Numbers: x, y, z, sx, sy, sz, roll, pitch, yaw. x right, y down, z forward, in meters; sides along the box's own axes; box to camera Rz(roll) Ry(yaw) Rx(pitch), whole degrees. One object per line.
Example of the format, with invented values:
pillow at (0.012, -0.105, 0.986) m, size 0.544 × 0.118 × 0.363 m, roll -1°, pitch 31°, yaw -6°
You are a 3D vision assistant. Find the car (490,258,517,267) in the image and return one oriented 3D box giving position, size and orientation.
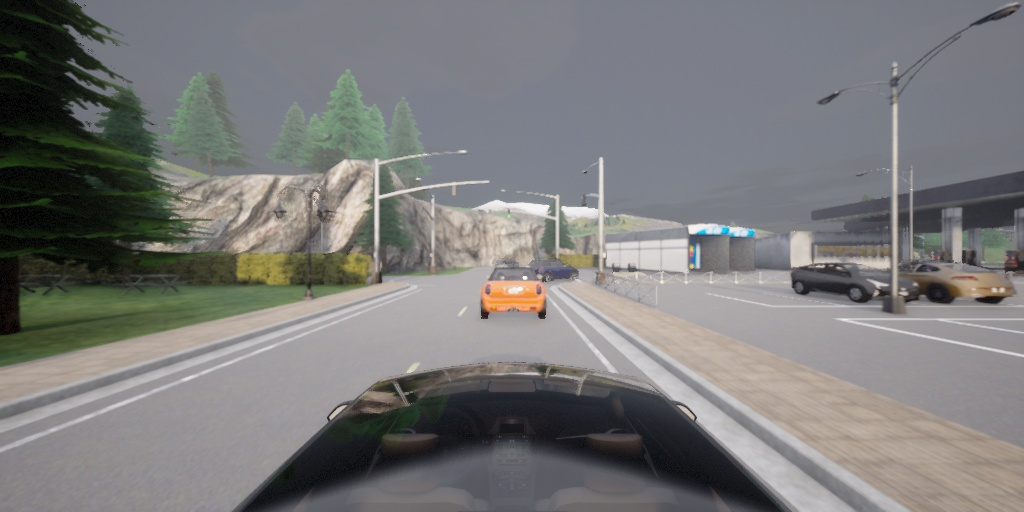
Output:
car at (-1.411, 1.084, 63.044) m, size 2.128 × 1.511 × 4.902 m, roll 0°, pitch 0°, yaw 38°

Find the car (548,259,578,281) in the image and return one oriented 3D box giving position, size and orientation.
car at (3.098, 1.036, 27.516) m, size 4.553 × 1.767 × 2.097 m, roll 0°, pitch 1°, yaw -42°

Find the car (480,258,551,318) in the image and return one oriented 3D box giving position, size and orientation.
car at (0.056, 1.073, 13.014) m, size 2.097 × 1.767 × 4.553 m, roll 0°, pitch 0°, yaw 0°
